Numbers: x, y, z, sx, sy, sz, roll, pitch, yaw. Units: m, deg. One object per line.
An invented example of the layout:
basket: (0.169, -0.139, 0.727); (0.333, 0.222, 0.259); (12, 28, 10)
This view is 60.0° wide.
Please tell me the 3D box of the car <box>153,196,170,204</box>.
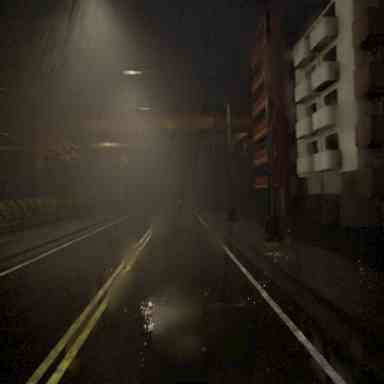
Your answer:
car: (-6.231, 1.777, 65.595); (2.038, 1.542, 4.974); (-2, 0, 22)

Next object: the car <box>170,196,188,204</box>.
car: (-2.063, 1.666, 65.458); (2.038, 1.542, 4.974); (-1, 0, -23)

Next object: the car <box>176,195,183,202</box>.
car: (-3.516, 1.770, 92.017); (2.038, 1.542, 4.974); (-2, 0, -3)

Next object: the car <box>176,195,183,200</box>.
car: (-3.523, 1.613, 92.069); (1.853, 1.218, 4.536); (-2, 0, -3)

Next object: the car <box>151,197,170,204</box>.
car: (-6.215, 1.619, 65.644); (1.853, 1.218, 4.536); (-2, 0, 22)

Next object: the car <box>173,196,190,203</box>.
car: (-2.087, 1.509, 65.506); (1.853, 1.218, 4.536); (-1, 0, -23)
